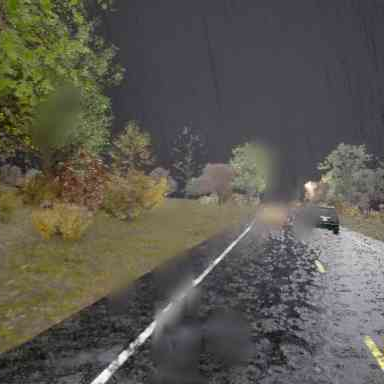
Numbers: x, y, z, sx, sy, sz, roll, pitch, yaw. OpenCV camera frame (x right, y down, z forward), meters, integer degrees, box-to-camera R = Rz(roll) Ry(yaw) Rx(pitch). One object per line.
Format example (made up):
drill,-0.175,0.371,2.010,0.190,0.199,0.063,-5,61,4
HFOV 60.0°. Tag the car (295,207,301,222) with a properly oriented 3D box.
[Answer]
car,13.366,2.582,39.145,2.097,1.767,4.553,3,-1,15

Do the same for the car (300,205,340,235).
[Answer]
car,10.064,2.096,26.038,2.150,2.045,5.566,3,0,15

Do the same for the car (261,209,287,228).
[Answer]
car,7.123,2.209,29.002,1.882,1.535,5.008,3,-1,14
